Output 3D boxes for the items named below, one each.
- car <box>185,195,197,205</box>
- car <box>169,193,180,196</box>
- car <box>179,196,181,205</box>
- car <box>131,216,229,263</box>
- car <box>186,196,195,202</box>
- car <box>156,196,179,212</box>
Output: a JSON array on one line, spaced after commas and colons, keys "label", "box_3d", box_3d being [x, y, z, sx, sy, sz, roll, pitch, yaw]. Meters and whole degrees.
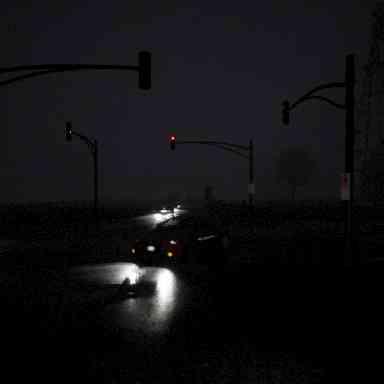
[{"label": "car", "box_3d": [-0.139, 1.347, 59.960, 2.097, 1.767, 4.553, 0, 0, 0]}, {"label": "car", "box_3d": [-3.067, 1.216, 57.806, 2.150, 2.045, 5.566, 0, 0, 0]}, {"label": "car", "box_3d": [-3.019, 1.595, 47.454, 1.895, 1.301, 4.718, 0, 0, 0]}, {"label": "car", "box_3d": [-0.265, 1.578, 12.027, 1.994, 1.385, 4.181, -1, -1, 31]}, {"label": "car", "box_3d": [-0.341, 1.595, 78.353, 1.895, 1.301, 4.718, 0, 0, 0]}, {"label": "car", "box_3d": [-2.966, 1.485, 37.639, 2.128, 1.511, 4.902, 0, 0, -1]}]
